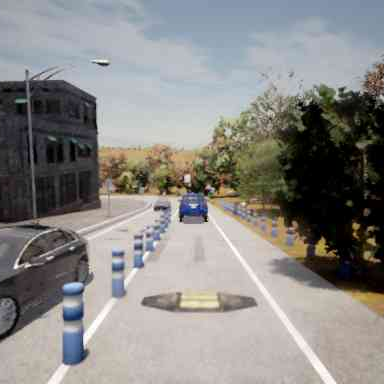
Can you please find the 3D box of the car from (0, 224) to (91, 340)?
[{"bbox_3d":[-3.602,1.480,6.560,1.837,1.490,4.892,0,1,5],"label":"car"}]

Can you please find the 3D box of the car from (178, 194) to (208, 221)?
[{"bbox_3d":[0.096,1.161,26.458,2.150,2.045,5.566,0,0,0],"label":"car"}]

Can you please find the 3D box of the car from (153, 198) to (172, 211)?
[{"bbox_3d":[-3.367,1.460,38.689,2.033,1.411,5.357,0,0,0],"label":"car"}]

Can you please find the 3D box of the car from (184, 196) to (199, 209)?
[{"bbox_3d":[-0.113,1.355,44.409,1.837,1.490,4.892,0,1,-3],"label":"car"}]
